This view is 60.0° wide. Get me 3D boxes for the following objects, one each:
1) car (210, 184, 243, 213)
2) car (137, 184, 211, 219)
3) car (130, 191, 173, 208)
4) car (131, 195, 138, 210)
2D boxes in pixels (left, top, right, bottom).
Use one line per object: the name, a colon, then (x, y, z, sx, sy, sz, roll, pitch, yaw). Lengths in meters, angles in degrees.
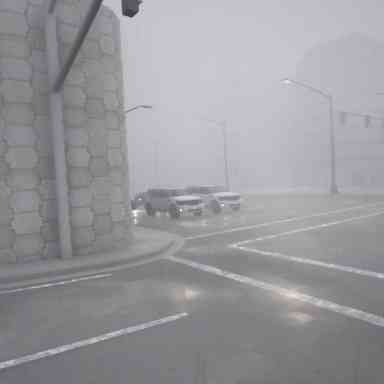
car: (1.419, 0.421, 25.669, 2.150, 2.045, 5.566, -5, 3, -35)
car: (-1.426, 0.658, 23.644, 2.150, 2.045, 5.566, -5, 3, -35)
car: (-4.198, 0.688, 33.644, 2.128, 1.511, 4.902, -5, 3, -35)
car: (-6.848, 0.997, 31.345, 1.994, 1.385, 4.181, -5, 3, -35)
